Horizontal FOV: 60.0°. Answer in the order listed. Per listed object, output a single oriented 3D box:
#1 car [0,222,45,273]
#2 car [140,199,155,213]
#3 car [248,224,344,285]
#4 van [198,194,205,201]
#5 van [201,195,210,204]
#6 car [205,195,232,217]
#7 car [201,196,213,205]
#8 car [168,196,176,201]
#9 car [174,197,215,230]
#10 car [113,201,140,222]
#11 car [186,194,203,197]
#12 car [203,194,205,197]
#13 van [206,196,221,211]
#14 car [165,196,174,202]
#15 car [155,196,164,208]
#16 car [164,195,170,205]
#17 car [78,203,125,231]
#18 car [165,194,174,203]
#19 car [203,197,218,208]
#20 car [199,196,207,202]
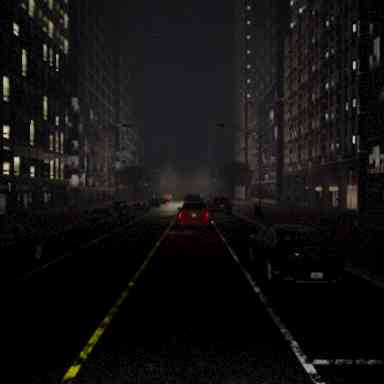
[{"bbox_3d":[-5.692,1.567,9.358,2.008,1.369,4.403,-1,0,0],"label":"car"},{"bbox_3d":[-5.677,1.587,37.607,1.752,1.417,4.829,-1,0,0],"label":"car"},{"bbox_3d":[2.688,1.566,9.354,2.008,1.369,4.403,-1,0,0],"label":"car"},{"bbox_3d":[2.732,1.484,94.610,1.690,1.788,3.998,-1,0,0],"label":"van"},{"bbox_3d":[2.716,1.445,66.190,1.690,1.788,3.998,-1,0,0],"label":"van"},{"bbox_3d":[2.698,1.367,32.089,2.192,1.841,5.009,-1,0,0],"label":"car"},{"bbox_3d":[2.714,1.536,60.507,1.967,1.590,4.097,-1,0,0],"label":"car"},{"bbox_3d":[-5.646,1.725,94.614,1.802,1.307,4.206,-1,0,0],"label":"car"},{"bbox_3d":[0.114,1.388,21.579,2.097,1.767,4.553,0,0,0],"label":"car"},{"bbox_3d":[-5.684,1.484,26.409,1.967,1.590,4.097,-1,0,0],"label":"car"},{"bbox_3d":[0.121,1.286,39.228,2.150,2.045,5.566,0,0,0],"label":"car"},{"bbox_3d":[2.701,1.376,37.773,2.192,1.841,5.009,-1,0,0],"label":"car"},{"bbox_3d":[2.705,1.411,43.456,1.690,1.788,3.998,-1,0,0],"label":"van"},{"bbox_3d":[-5.653,1.710,83.246,1.802,1.307,4.206,-1,0,0],"label":"car"},{"bbox_3d":[-5.671,1.645,49.144,1.947,1.339,4.313,-1,0,0],"label":"car"},{"bbox_3d":[-5.665,1.646,60.512,2.008,1.369,4.403,-1,0,0],"label":"car"},{"bbox_3d":[-5.686,1.616,20.725,1.802,1.307,4.206,-1,0,0],"label":"car"},{"bbox_3d":[-5.660,1.552,71.879,1.967,1.590,4.097,-1,0,0],"label":"car"},{"bbox_3d":[2.709,1.519,49.140,1.967,1.590,4.097,-1,0,0],"label":"car"},{"bbox_3d":[2.728,1.678,83.242,2.008,1.369,4.403,-1,0,0],"label":"car"}]
